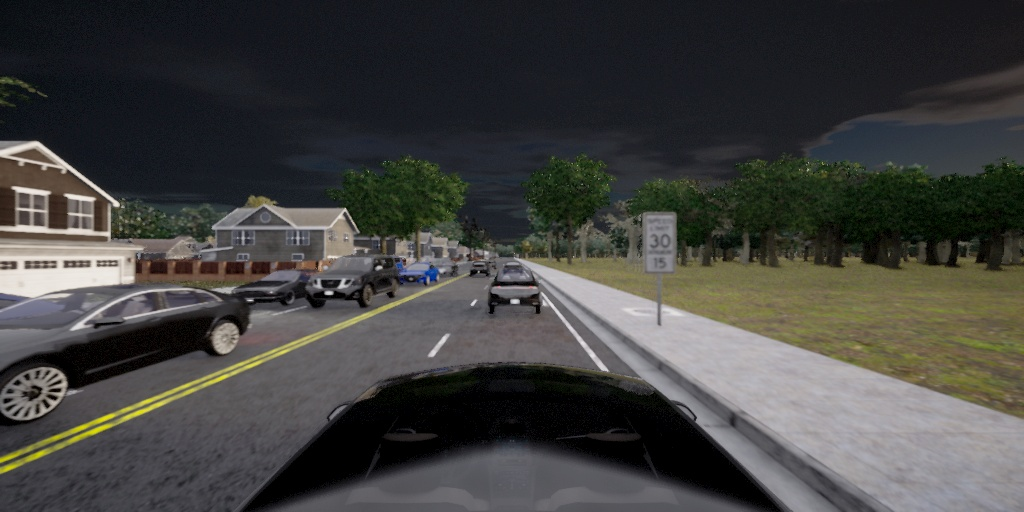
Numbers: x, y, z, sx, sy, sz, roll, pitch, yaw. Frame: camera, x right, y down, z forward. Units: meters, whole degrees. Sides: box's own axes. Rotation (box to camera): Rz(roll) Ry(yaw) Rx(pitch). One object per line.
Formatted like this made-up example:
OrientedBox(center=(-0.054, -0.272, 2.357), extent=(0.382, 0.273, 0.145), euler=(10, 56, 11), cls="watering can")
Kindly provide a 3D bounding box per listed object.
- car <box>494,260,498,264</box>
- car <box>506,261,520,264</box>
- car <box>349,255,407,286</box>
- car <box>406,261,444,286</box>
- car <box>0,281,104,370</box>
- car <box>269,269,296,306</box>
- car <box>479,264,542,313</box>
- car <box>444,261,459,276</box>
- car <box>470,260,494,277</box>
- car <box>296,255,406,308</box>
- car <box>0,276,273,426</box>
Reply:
OrientedBox(center=(-3.169, 1.269, 52.871), extent=(1.837, 1.490, 4.892), euler=(0, 0, 0), cls="car")
OrientedBox(center=(0.093, 1.236, 36.435), extent=(1.882, 1.535, 5.008), euler=(0, 0, 0), cls="car")
OrientedBox(center=(-9.793, 0.978, 26.767), extent=(2.150, 2.045, 5.566), euler=(0, 0, 1), cls="car")
OrientedBox(center=(-6.556, 1.234, 25.828), extent=(1.882, 1.535, 5.008), euler=(0, 0, 0), cls="car")
OrientedBox(center=(-9.852, 1.277, 5.525), extent=(1.812, 1.442, 4.674), euler=(0, 0, 0), cls="car")
OrientedBox(center=(-9.843, 1.302, 16.138), extent=(2.033, 1.411, 5.357), euler=(0, 0, 0), cls="car")
OrientedBox(center=(0.097, 1.245, 13.930), extent=(2.128, 1.511, 4.902), euler=(0, 0, 0), cls="car")
OrientedBox(center=(-6.557, 1.251, 36.163), extent=(2.128, 1.511, 4.902), euler=(0, 0, 0), cls="car")
OrientedBox(center=(-3.157, 1.263, 36.316), extent=(1.837, 1.490, 4.892), euler=(0, 0, 0), cls="car")
OrientedBox(center=(-6.609, 0.975, 15.660), extent=(2.150, 2.045, 5.566), euler=(0, 0, -1), cls="car")
OrientedBox(center=(-6.600, 1.243, 5.774), extent=(2.128, 1.511, 4.902), euler=(0, 0, 0), cls="car")
